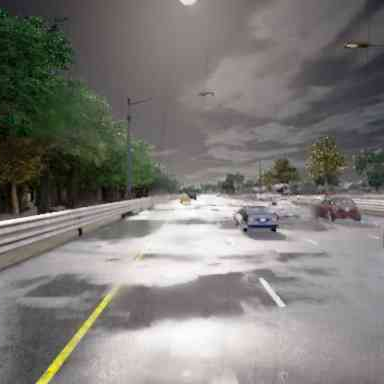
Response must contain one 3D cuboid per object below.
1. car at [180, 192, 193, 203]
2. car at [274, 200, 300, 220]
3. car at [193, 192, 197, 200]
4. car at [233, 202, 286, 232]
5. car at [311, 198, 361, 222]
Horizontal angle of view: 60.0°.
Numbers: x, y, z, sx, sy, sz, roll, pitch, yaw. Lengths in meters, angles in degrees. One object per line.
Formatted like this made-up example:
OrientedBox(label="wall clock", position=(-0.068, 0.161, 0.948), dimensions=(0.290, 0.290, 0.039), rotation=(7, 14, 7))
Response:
OrientedBox(label="car", position=(-1.200, 1.221, 60.830), dimensions=(1.801, 1.575, 5.366), rotation=(0, 0, 0))
OrientedBox(label="car", position=(7.108, 1.386, 26.300), dimensions=(1.812, 1.442, 4.674), rotation=(0, 0, 0))
OrientedBox(label="car", position=(0.033, 0.945, 79.362), dimensions=(2.150, 2.045, 5.566), rotation=(0, -1, 0))
OrientedBox(label="car", position=(3.606, 1.446, 19.407), dimensions=(2.033, 1.411, 5.357), rotation=(0, 0, 0))
OrientedBox(label="car", position=(10.607, 1.220, 24.846), dimensions=(2.097, 1.767, 4.553), rotation=(0, 0, 0))
